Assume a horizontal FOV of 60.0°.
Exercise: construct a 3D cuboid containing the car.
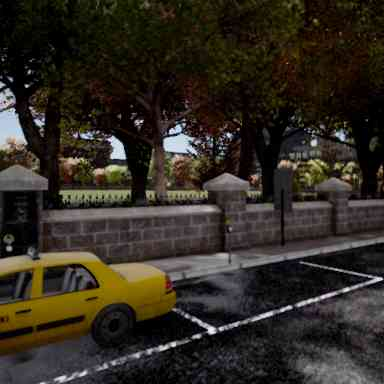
[{"bbox_3d":[-2.551,1.525,4.740,4.829,1.417,1.752,0,0,-35],"label":"car"}]
